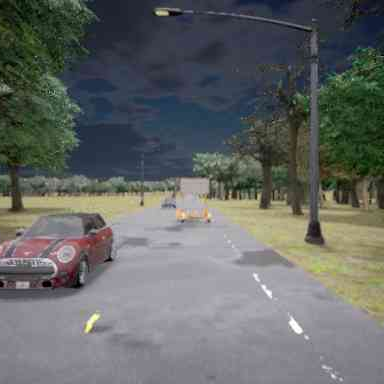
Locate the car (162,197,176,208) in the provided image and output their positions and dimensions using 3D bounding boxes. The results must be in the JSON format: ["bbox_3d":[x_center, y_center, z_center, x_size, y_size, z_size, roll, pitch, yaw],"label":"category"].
[{"bbox_3d":[-3.588,1.634,52.446,2.097,1.767,4.553,0,0,0],"label":"car"}]

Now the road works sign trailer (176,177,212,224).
[{"bbox_3d":[0.181,0.590,26.130,2.380,3.560,2.880,0,0,-8],"label":"road works sign trailer"}]

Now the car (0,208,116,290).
[{"bbox_3d":[-3.605,1.395,9.323,2.097,1.767,4.553,0,0,0],"label":"car"}]
